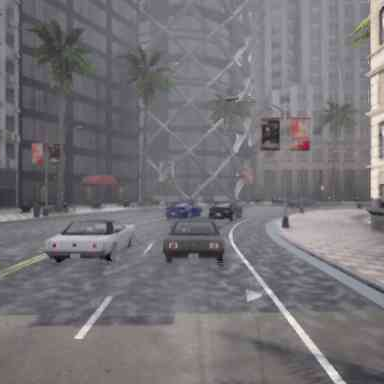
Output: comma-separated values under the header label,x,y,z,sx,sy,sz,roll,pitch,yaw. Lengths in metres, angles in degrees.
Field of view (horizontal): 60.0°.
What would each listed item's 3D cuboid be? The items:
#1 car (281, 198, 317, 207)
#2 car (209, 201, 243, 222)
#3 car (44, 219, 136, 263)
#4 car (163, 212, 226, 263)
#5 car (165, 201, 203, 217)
label,x,y,z,sx,sy,sz,roll,pitch,yaw
car,17.483,1.615,53.367,5.357,1.411,2.033,0,0,-24
car,2.882,1.512,27.316,1.882,1.535,5.008,0,0,21
car,-3.368,1.616,12.061,1.895,1.301,4.718,0,0,2
car,0.130,1.616,12.065,1.895,1.301,4.718,0,0,2
car,-0.555,1.512,28.083,1.882,1.535,5.008,0,0,20
